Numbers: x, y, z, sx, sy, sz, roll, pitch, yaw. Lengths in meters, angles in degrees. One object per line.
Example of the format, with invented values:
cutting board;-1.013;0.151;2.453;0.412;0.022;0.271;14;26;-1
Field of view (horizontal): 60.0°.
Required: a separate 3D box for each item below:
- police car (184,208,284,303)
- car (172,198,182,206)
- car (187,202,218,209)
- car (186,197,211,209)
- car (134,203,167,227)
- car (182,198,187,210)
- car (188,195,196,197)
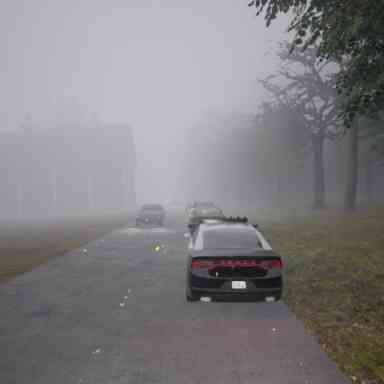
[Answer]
police car;0.824;1.434;8.434;1.930;1.638;5.238;0;0;0
car;-2.804;1.953;63.695;2.128;1.511;4.902;0;-1;0
car;0.824;1.526;18.327;1.882;1.535;5.008;0;0;0
car;0.822;1.439;24.300;2.097;1.767;4.553;0;0;0
car;-2.851;1.587;23.572;1.837;1.490;4.892;0;0;0
car;0.025;1.811;45.698;2.033;1.411;5.357;0;0;1
car;-0.002;1.663;62.354;2.150;2.045;5.566;0;-1;0
